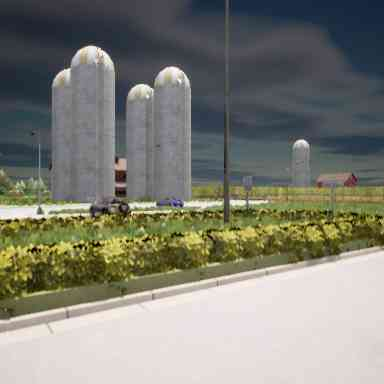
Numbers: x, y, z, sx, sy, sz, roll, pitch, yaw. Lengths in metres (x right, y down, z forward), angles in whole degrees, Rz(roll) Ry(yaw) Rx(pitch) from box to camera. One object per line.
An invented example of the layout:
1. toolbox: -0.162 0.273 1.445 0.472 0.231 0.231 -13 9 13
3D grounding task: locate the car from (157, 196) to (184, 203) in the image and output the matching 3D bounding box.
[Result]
1. car: -3.055 1.423 45.682 2.242 1.667 4.611 0 0 -36

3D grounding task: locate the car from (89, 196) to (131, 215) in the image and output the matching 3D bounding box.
1. car: -6.643 1.252 26.728 1.932 1.855 4.605 0 0 -36
